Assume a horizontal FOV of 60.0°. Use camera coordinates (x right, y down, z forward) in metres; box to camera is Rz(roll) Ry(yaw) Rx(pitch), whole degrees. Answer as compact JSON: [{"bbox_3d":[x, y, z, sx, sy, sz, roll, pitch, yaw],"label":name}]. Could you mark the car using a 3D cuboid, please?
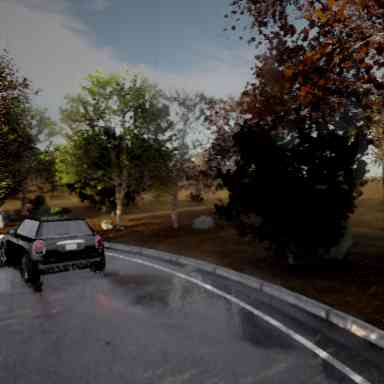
[{"bbox_3d":[-4.524,1.504,10.497,2.097,1.767,4.553,-1,-1,-38],"label":"car"}]
